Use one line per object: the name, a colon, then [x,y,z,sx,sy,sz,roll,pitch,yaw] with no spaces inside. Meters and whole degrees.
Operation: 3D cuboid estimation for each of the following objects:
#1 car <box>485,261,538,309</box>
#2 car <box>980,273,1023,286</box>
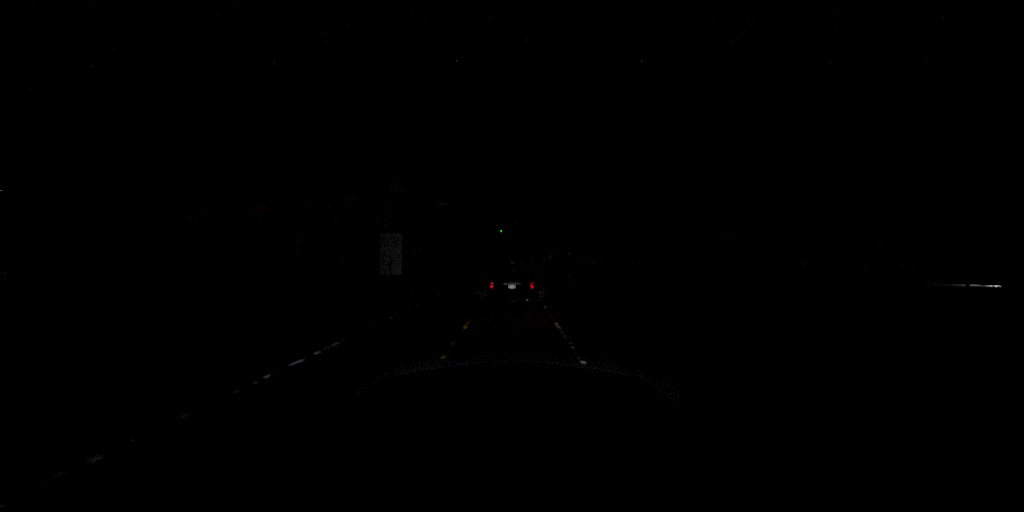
car: [0.010,1.237,15.941,2.097,1.767,4.553,0,-1,0]
car: [51.706,2.418,37.334,4.181,1.385,1.994,1,-2,0]
